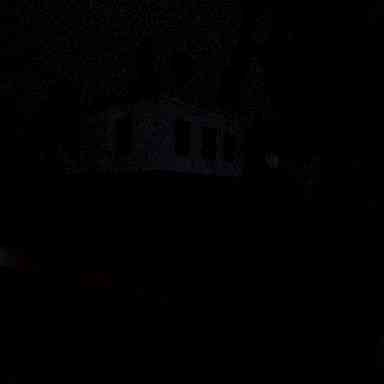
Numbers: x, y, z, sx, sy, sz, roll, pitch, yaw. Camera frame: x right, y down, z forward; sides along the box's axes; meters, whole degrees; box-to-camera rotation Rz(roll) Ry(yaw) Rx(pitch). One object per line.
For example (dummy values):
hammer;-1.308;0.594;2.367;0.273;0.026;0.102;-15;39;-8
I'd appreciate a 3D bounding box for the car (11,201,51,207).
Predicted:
car;-14.724;1.528;29.203;2.033;1.411;5.357;0;0;29
